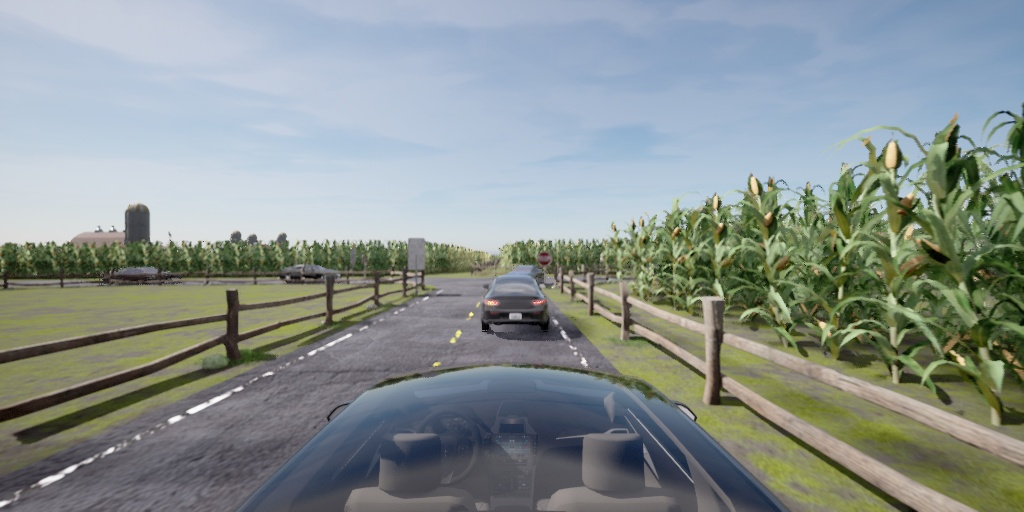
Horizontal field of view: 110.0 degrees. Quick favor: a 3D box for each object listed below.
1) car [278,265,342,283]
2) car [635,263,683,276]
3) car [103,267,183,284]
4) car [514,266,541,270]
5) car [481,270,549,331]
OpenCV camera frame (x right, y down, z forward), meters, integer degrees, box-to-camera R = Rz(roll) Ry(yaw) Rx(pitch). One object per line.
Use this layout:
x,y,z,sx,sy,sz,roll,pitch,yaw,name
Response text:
-17.216,1.485,30.642,4.902,1.511,2.128,0,0,0,car
13.750,1.322,33.660,4.181,1.385,1.994,0,0,0,car
-31.435,1.658,30.616,5.357,1.411,2.033,0,0,0,car
1.152,1.390,25.462,2.033,1.411,5.357,0,0,17,car
0.074,1.311,11.004,1.812,1.442,4.674,0,0,0,car
